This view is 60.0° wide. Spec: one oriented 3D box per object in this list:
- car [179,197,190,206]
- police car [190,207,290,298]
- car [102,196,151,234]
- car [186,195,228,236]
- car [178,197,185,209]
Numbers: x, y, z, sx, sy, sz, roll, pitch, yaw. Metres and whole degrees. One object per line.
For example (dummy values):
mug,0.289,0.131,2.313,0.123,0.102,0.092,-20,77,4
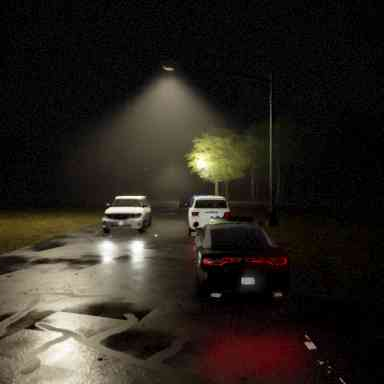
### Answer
car,-1.336,1.623,59.853,1.837,1.490,4.892,-1,0,-3
police car,1.007,1.428,8.679,1.930,1.638,5.238,0,0,0
car,-3.696,1.243,19.747,2.150,2.045,5.566,0,0,-1
car,0.898,1.244,18.625,2.150,2.045,5.566,0,0,-1
car,-0.794,1.642,46.152,1.994,1.385,4.181,0,0,-1
